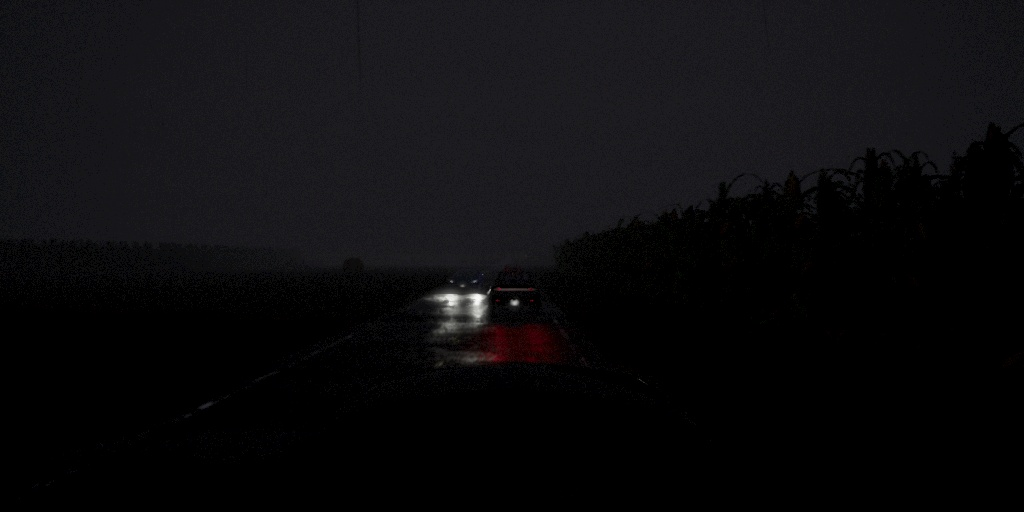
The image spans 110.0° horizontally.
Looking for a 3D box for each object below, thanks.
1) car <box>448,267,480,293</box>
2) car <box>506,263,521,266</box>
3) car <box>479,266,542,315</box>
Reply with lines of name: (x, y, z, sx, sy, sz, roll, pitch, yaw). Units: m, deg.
car: (-2.751, 1.412, 22.257, 1.812, 1.442, 4.674, 0, 0, 0)
car: (0.098, 1.435, 34.712, 1.882, 1.535, 5.008, 0, 0, 0)
car: (0.097, 1.327, 14.021, 2.128, 1.511, 4.902, 0, 0, 0)
